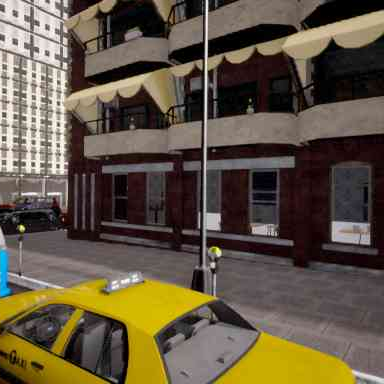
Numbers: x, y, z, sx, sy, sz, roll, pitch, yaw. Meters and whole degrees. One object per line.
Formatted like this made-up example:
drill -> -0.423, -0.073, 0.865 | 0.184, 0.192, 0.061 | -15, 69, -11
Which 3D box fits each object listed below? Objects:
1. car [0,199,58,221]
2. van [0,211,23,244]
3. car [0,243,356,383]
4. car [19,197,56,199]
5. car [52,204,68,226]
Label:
car -> -12.478, 1.544, 25.451 | 2.128, 1.511, 4.902 | 1, 0, 36
van -> -5.324, 1.339, 6.662 | 3.998, 1.788, 1.690 | 0, 1, 36
car -> -0.902, 1.525, 3.508 | 4.829, 1.417, 1.752 | 0, 1, 36
car -> -13.757, 1.339, 28.117 | 2.192, 1.841, 5.009 | 1, 0, 36
car -> -6.970, 1.685, 23.207 | 1.887, 1.381, 4.507 | 1, 0, 36
